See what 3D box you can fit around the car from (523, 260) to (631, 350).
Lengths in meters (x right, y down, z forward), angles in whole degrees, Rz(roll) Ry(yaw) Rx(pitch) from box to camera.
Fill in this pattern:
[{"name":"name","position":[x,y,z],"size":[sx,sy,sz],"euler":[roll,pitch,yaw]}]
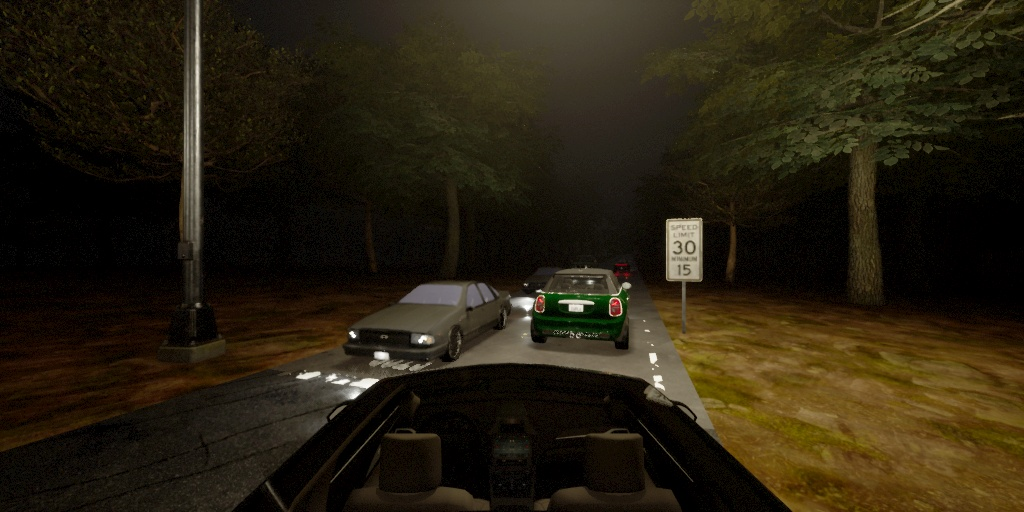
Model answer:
[{"name":"car","position":[2.003,1.103,9.473],"size":[2.097,1.767,4.553],"euler":[0,0,18]}]

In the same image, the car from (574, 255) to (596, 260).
[{"name":"car","position":[6.848,0.945,33.796],"size":[2.150,2.045,5.566],"euler":[0,0,19]}]

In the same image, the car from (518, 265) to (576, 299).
[{"name":"car","position":[2.105,1.298,19.616],"size":[2.033,1.411,5.357],"euler":[0,0,18]}]

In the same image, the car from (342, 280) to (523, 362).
[{"name":"car","position":[-1.469,1.298,8.619],"size":[2.033,1.411,5.357],"euler":[0,0,16]}]
